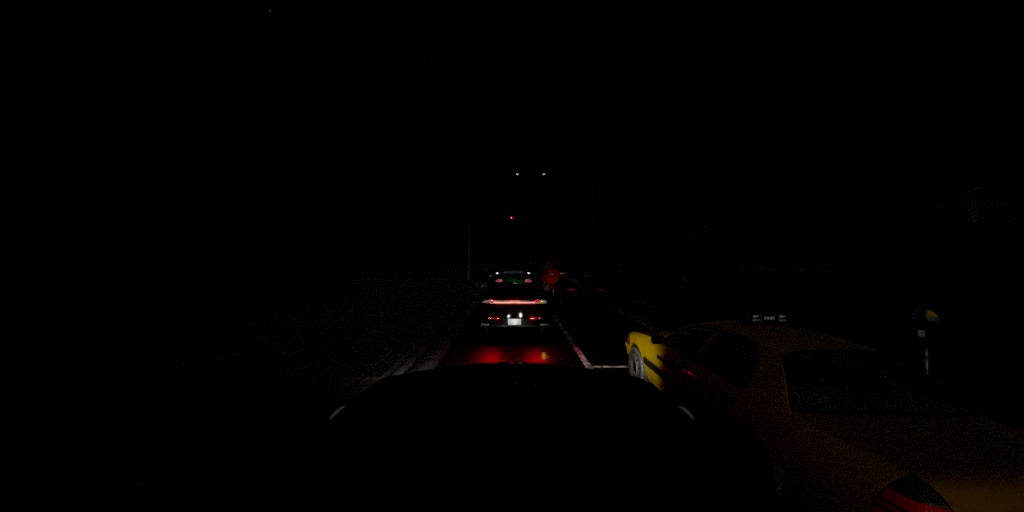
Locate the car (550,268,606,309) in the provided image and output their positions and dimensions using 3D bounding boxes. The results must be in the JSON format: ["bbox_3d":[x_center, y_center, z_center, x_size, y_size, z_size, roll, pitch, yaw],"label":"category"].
[{"bbox_3d":[2.662,1.338,14.728,1.802,1.307,4.207,0,0,0],"label":"car"}]

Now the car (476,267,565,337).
[{"bbox_3d":[0.080,1.245,10.352,2.128,1.511,4.902,0,0,1],"label":"car"}]

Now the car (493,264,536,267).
[{"bbox_3d":[0.060,1.325,19.297,1.994,1.385,4.181,0,0,-1],"label":"car"}]

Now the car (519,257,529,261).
[{"bbox_3d":[2.748,1.403,62.918,1.888,1.381,4.507,0,0,0],"label":"car"}]

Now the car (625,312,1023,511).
[{"bbox_3d":[2.643,1.276,4.000,1.751,1.417,4.829,0,0,0],"label":"car"}]

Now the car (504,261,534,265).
[{"bbox_3d":[-0.320,1.347,31.787,4.181,1.385,1.994,0,0,0],"label":"car"}]

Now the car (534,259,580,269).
[{"bbox_3d":[2.671,1.076,20.177,2.192,1.841,5.009,0,0,0],"label":"car"}]

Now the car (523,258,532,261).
[{"bbox_3d":[2.719,1.356,46.607,1.888,1.381,4.507,0,0,0],"label":"car"}]
